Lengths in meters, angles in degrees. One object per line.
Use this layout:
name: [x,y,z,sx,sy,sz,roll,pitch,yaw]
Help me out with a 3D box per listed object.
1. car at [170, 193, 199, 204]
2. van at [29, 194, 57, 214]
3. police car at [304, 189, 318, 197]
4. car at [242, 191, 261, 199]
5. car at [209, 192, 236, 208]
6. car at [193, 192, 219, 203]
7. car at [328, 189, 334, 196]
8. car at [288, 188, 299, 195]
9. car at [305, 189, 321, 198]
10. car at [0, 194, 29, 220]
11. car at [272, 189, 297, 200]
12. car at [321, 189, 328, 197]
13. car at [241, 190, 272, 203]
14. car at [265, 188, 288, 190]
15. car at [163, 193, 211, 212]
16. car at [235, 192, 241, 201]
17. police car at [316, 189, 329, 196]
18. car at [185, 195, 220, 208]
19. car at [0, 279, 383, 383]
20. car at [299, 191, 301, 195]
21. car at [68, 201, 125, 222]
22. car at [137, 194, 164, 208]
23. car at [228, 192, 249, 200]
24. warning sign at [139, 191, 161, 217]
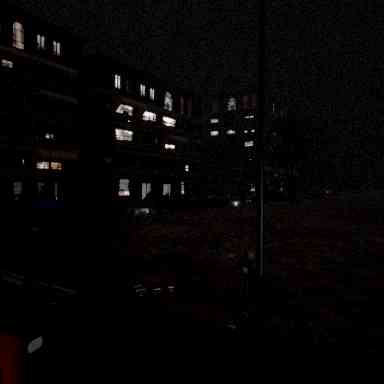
car: [-0.969,0.909,46.821,1.947,1.339,4.313,2,2,35]
van: [-13.636,1.035,28.493,1.690,1.788,3.998,2,2,35]
police car: [27.449,0.189,76.729,1.930,1.638,5.238,0,1,32]
car: [11.603,0.524,65.002,1.752,1.417,4.829,2,2,35]
car: [2.756,1.050,37.474,2.008,1.369,4.403,2,2,35]
car: [2.198,0.807,51.401,2.008,1.369,4.403,2,2,35]
car: [34.430,0.077,83.277,1.967,1.590,4.097,2,2,35]
car: [24.371,-0.031,83.459,2.192,1.841,5.009,2,2,35]
car: [24.928,0.445,69.539,2.008,1.369,4.403,2,2,35]
car: [-14.392,1.140,23.245,2.097,1.767,4.553,1,1,38]
car: [15.522,0.674,55.936,1.752,1.417,4.829,2,2,35]
car: [28.094,0.359,74.118,2.008,1.369,4.403,2,2,35]
car: [9.090,0.876,46.635,2.008,1.369,4.403,2,2,35]
car: [15.393,0.551,60.330,1.882,1.535,5.008,1,0,35]
car: [-0.412,1.131,32.893,1.887,1.381,4.507,2,2,35]
car: [7.631,0.675,54.550,1.882,1.535,5.008,1,1,35]
police car: [33.259,0.037,84.870,1.930,1.638,5.238,1,1,34]
car: [1.356,1.058,40.026,1.895,1.301,4.718,1,1,35]
car: [-0.330,1.544,3.102,4.507,1.381,1.887,0,0,35]
car: [27.536,0.113,88.046,1.887,1.381,4.507,2,2,35]
car: [-6.746,1.328,23.734,1.947,1.339,4.313,2,2,35]
car: [-4.120,1.014,37.726,1.837,1.490,4.892,1,1,35]
car: [8.533,0.649,60.563,1.947,1.339,4.313,2,2,35]
warning sign: [-3.130,0.851,24.821,1.300,1.860,1.060,-1,0,35]
